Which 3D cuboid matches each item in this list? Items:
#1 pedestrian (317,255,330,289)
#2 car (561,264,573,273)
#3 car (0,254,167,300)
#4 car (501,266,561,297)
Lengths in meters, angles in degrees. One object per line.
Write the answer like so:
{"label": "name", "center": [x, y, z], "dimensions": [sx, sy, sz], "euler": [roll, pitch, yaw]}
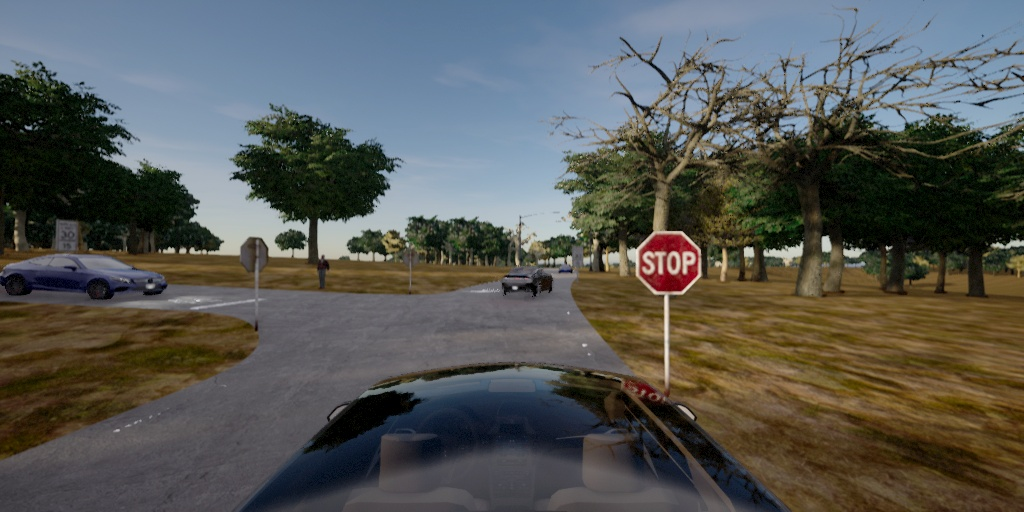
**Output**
{"label": "pedestrian", "center": [-9.897, 0.798, 18.722], "dimensions": [0.375, 1.860, 0.375], "euler": [0, -4, 2]}
{"label": "car", "center": [8.418, 1.969, 55.873], "dimensions": [1.994, 1.385, 4.181], "euler": [0, -1, 10]}
{"label": "car", "center": [-14.923, 0.677, 12.596], "dimensions": [4.674, 1.442, 1.812], "euler": [3, -1, 2]}
{"label": "car", "center": [0.961, 1.351, 19.700], "dimensions": [2.128, 1.511, 4.902], "euler": [0, -1, 20]}
